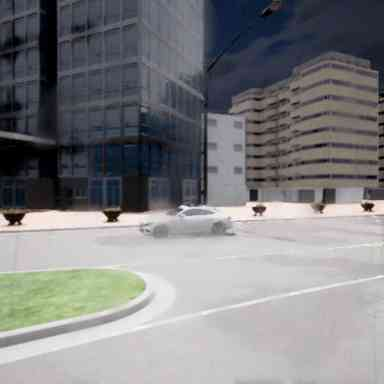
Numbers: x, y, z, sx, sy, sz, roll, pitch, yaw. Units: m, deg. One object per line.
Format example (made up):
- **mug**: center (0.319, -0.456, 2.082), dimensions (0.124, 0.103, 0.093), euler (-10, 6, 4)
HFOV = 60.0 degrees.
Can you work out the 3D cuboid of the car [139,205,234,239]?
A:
- **car**: center (-0.225, 1.399, 16.232), dimensions (4.674, 1.442, 1.812), euler (0, 1, -20)
